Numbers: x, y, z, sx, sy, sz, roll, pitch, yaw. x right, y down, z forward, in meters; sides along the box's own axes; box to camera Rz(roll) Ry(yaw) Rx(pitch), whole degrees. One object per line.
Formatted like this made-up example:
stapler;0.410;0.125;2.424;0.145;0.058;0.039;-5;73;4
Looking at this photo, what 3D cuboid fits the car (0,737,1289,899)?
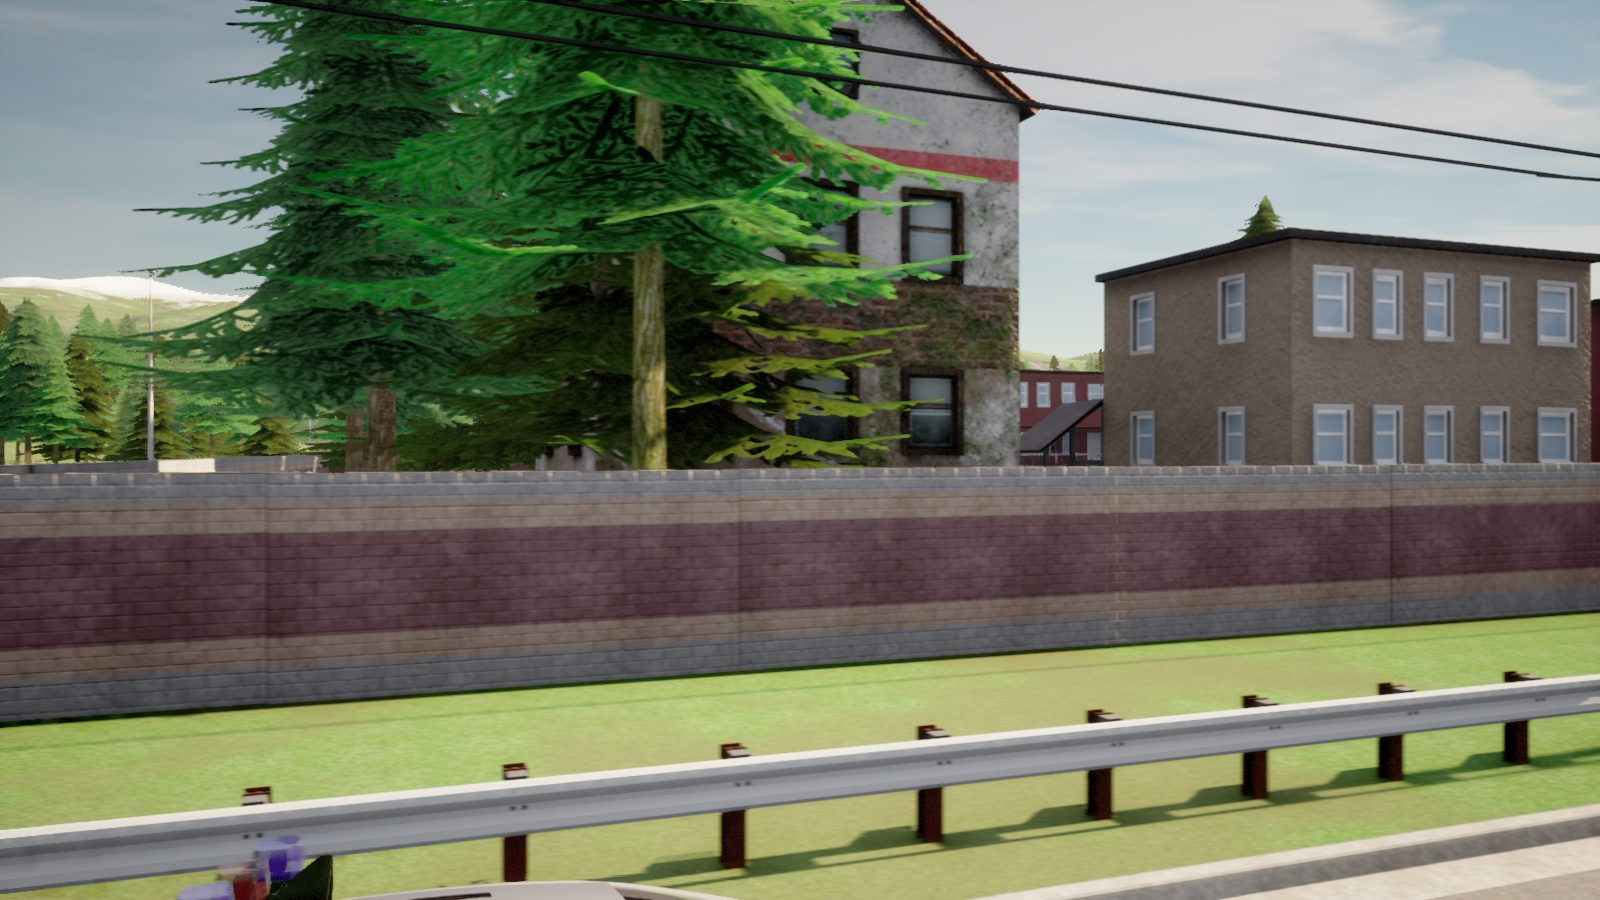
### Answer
car;-1.445;1.982;2.774;5.238;1.638;2.097;0;0;-20
